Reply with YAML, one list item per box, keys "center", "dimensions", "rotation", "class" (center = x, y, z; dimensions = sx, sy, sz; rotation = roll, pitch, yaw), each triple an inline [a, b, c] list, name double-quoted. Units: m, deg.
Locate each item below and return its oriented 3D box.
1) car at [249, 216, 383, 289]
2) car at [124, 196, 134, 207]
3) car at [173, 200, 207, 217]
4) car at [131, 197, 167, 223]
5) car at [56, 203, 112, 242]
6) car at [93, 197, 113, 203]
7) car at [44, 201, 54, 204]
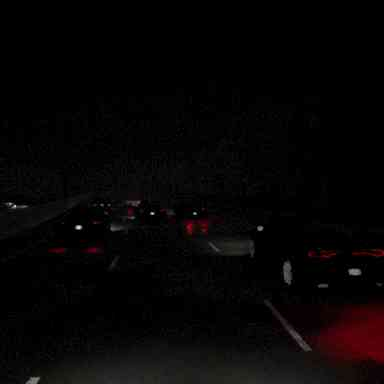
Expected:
- center: [2.950, 1.381, 8.948]
  dimensions: [1.882, 1.535, 5.008]
  rotation: [0, 1, -5]
  class: "car"
- center: [-7.438, 1.202, 41.438]
  dimensions: [1.895, 1.301, 4.718]
  rotation: [0, 1, -14]
  class: "car"
- center: [-0.300, 1.326, 27.483]
  dimensions: [1.895, 1.301, 4.718]
  rotation: [0, 1, -13]
  class: "car"
- center: [-2.987, 1.336, 23.414]
  dimensions: [1.994, 1.385, 4.181]
  rotation: [0, 1, -13]
  class: "car"
- center: [-4.986, 1.416, 15.680]
  dimensions: [1.994, 1.385, 4.181]
  rotation: [0, 1, -9]
  class: "car"
- center: [-8.941, 1.233, 33.230]
  dimensions: [2.033, 1.411, 5.357]
  rotation: [0, 1, -14]
  class: "car"
- center: [-19.786, 1.065, 46.577]
  dimensions: [2.128, 1.511, 4.902]
  rotation: [0, 1, -14]
  class: "car"
